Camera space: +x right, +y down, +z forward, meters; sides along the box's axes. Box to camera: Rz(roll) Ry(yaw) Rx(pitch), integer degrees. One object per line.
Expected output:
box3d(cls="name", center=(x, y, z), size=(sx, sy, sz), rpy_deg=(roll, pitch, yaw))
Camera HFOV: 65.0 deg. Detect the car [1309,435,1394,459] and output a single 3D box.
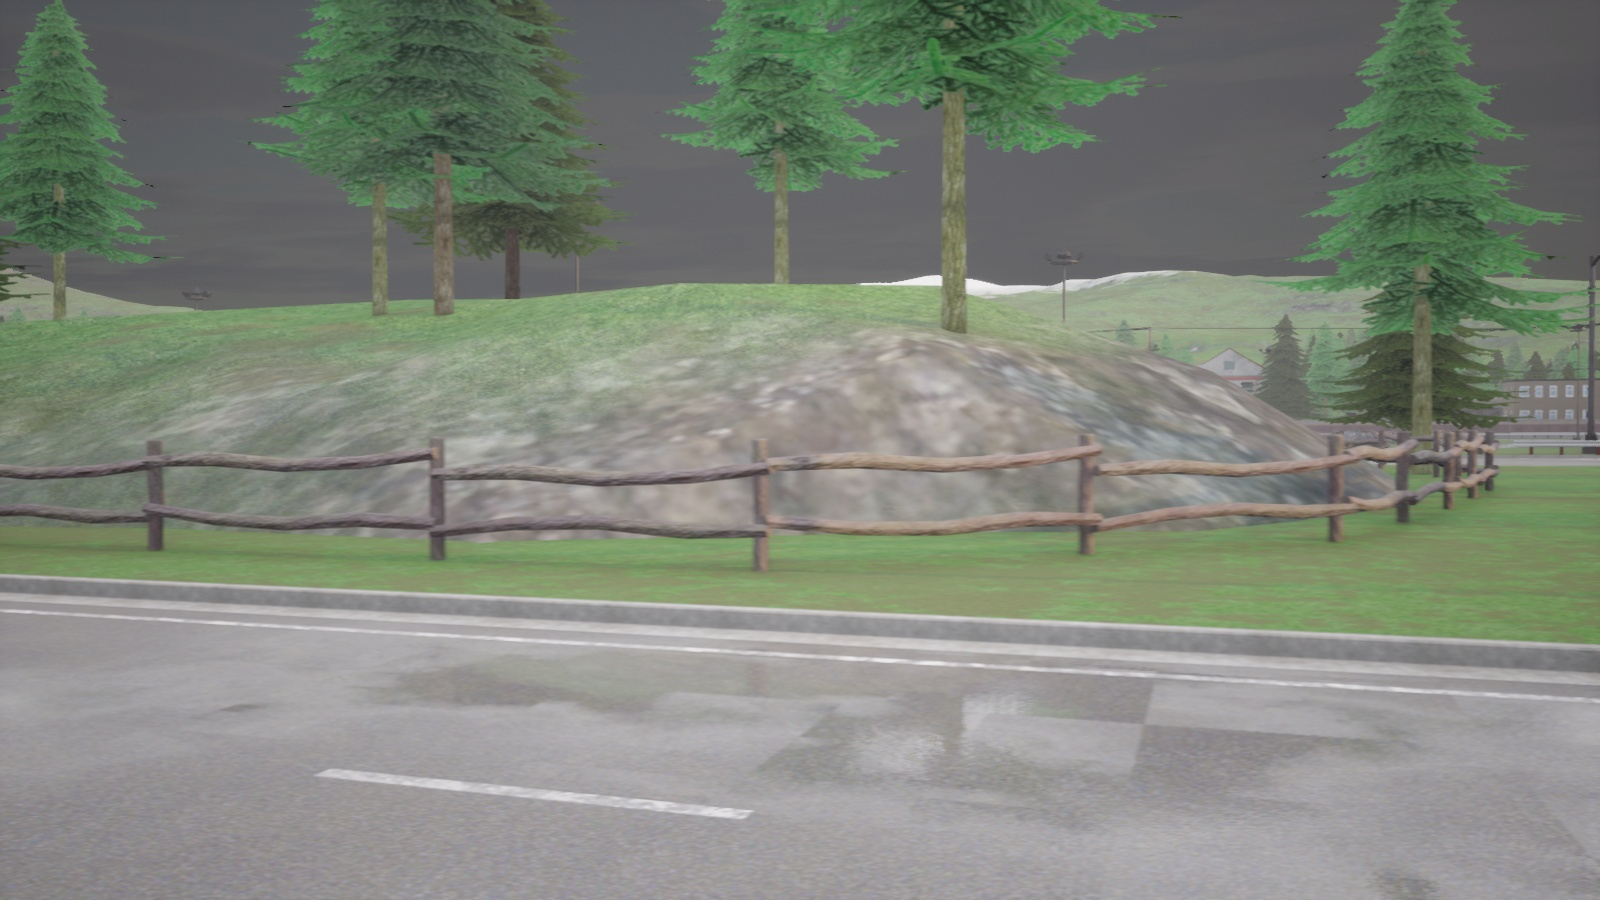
box3d(cls="car", center=(32.734, -0.196, 74.492), size=(5.357, 1.411, 2.033), rpy_deg=(0, 1, -34))
